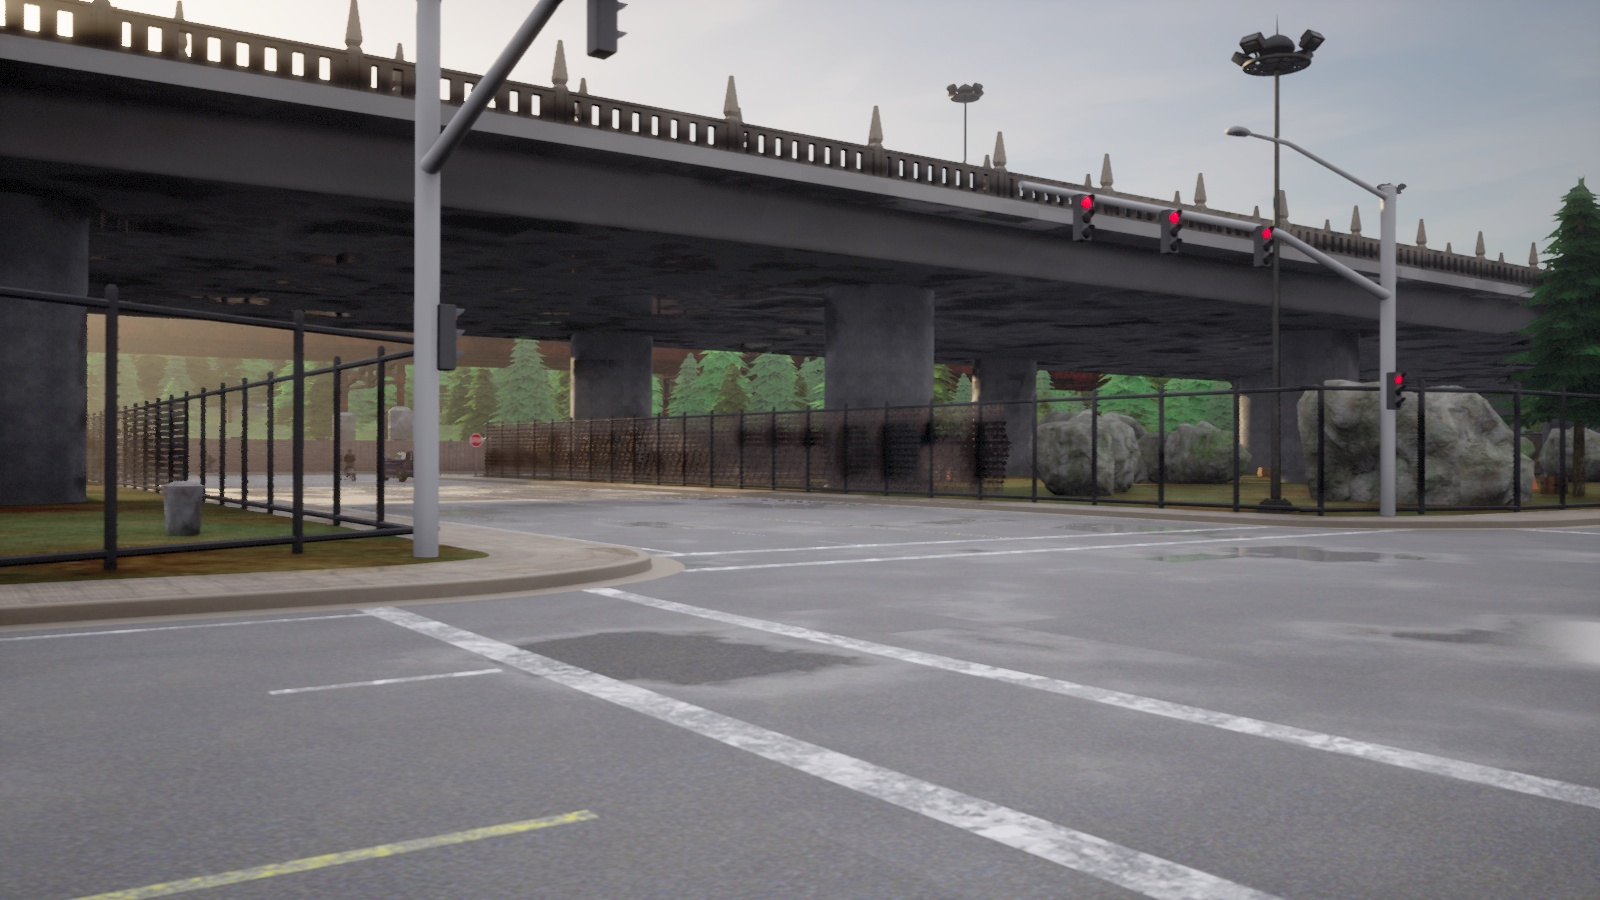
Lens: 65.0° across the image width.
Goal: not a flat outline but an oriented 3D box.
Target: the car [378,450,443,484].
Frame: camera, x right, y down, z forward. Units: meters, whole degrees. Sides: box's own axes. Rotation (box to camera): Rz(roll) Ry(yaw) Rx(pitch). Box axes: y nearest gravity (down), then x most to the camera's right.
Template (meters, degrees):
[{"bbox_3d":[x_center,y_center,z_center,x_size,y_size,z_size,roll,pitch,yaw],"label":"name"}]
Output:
[{"bbox_3d":[-21.341,0.914,68.687,2.097,1.767,4.553,0,0,-35],"label":"car"}]
